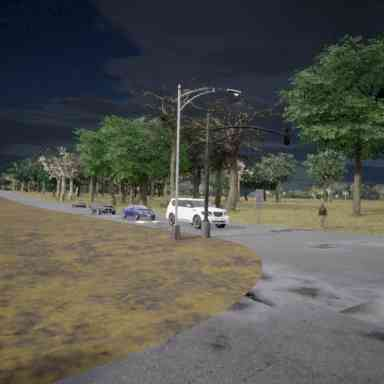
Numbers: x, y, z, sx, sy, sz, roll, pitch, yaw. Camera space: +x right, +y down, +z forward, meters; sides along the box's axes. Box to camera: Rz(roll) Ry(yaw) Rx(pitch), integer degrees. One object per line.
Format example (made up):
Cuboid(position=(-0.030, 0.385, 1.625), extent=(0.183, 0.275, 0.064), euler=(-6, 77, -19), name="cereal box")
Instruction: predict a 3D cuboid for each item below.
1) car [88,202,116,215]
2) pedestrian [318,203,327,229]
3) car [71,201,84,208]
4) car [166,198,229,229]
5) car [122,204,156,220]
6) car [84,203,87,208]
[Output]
Cuboid(position=(-10.781, 2.012, 40.254), extent=(1.994, 1.385, 4.181), euler=(3, -2, -34), name="car")
Cuboid(position=(9.312, 1.717, 23.832), extent=(0.375, 1.860, 0.375), euler=(1, -1, -34), name="pedestrian")
Cuboid(position=(-21.372, 2.308, 62.784), extent=(1.994, 1.385, 4.181), euler=(3, -2, -34), name="car")
Cuboid(position=(0.232, 1.458, 23.755), extent=(2.150, 2.045, 5.566), euler=(3, -2, -34), name="car")
Cuboid(position=(-5.209, 1.882, 31.922), extent=(1.812, 1.442, 4.674), euler=(3, -2, -34), name="car")
Cuboid(position=(-15.370, 2.248, 53.799), extent=(1.994, 1.385, 4.181), euler=(3, -2, -35), name="car")
